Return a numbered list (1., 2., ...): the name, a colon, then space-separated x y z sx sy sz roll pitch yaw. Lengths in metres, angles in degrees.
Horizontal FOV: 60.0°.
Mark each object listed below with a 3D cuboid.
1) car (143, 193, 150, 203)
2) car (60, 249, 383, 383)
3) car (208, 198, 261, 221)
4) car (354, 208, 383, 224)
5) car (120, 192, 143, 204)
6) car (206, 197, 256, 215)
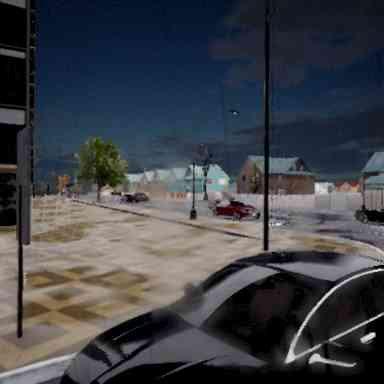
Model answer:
1. car: -8.414 0.848 54.402 2.097 1.767 4.553 0 0 -27
2. car: 1.112 1.500 3.699 4.892 1.490 1.837 0 0 -34
3. car: 3.234 1.280 25.132 1.812 1.442 4.674 0 0 -28
4. car: 12.887 1.478 21.170 1.895 1.301 4.718 0 0 -28
5. car: -9.168 1.018 48.778 1.837 1.490 4.892 0 0 -27
6. car: 3.517 1.270 31.571 2.033 1.411 5.357 0 0 -28
